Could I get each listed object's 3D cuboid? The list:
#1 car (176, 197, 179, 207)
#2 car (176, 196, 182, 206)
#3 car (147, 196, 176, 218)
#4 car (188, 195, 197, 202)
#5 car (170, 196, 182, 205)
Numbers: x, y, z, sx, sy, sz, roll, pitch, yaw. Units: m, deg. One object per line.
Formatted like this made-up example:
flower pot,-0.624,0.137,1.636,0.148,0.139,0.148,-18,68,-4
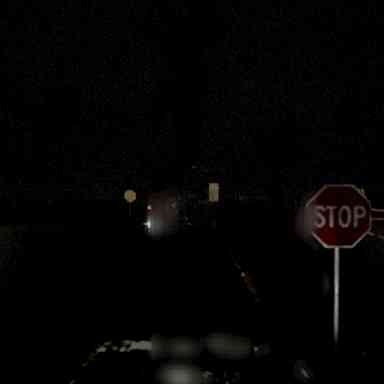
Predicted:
car,-2.831,1.534,38.846,1.895,1.301,4.718,0,0,0
car,-2.810,1.512,48.940,1.895,1.301,4.718,0,0,0
car,-2.783,1.305,29.516,2.097,1.767,4.553,0,0,-1
car,0.029,1.353,71.851,1.837,1.490,4.892,0,0,0
car,-2.787,1.449,59.353,1.994,1.385,4.181,0,0,0
